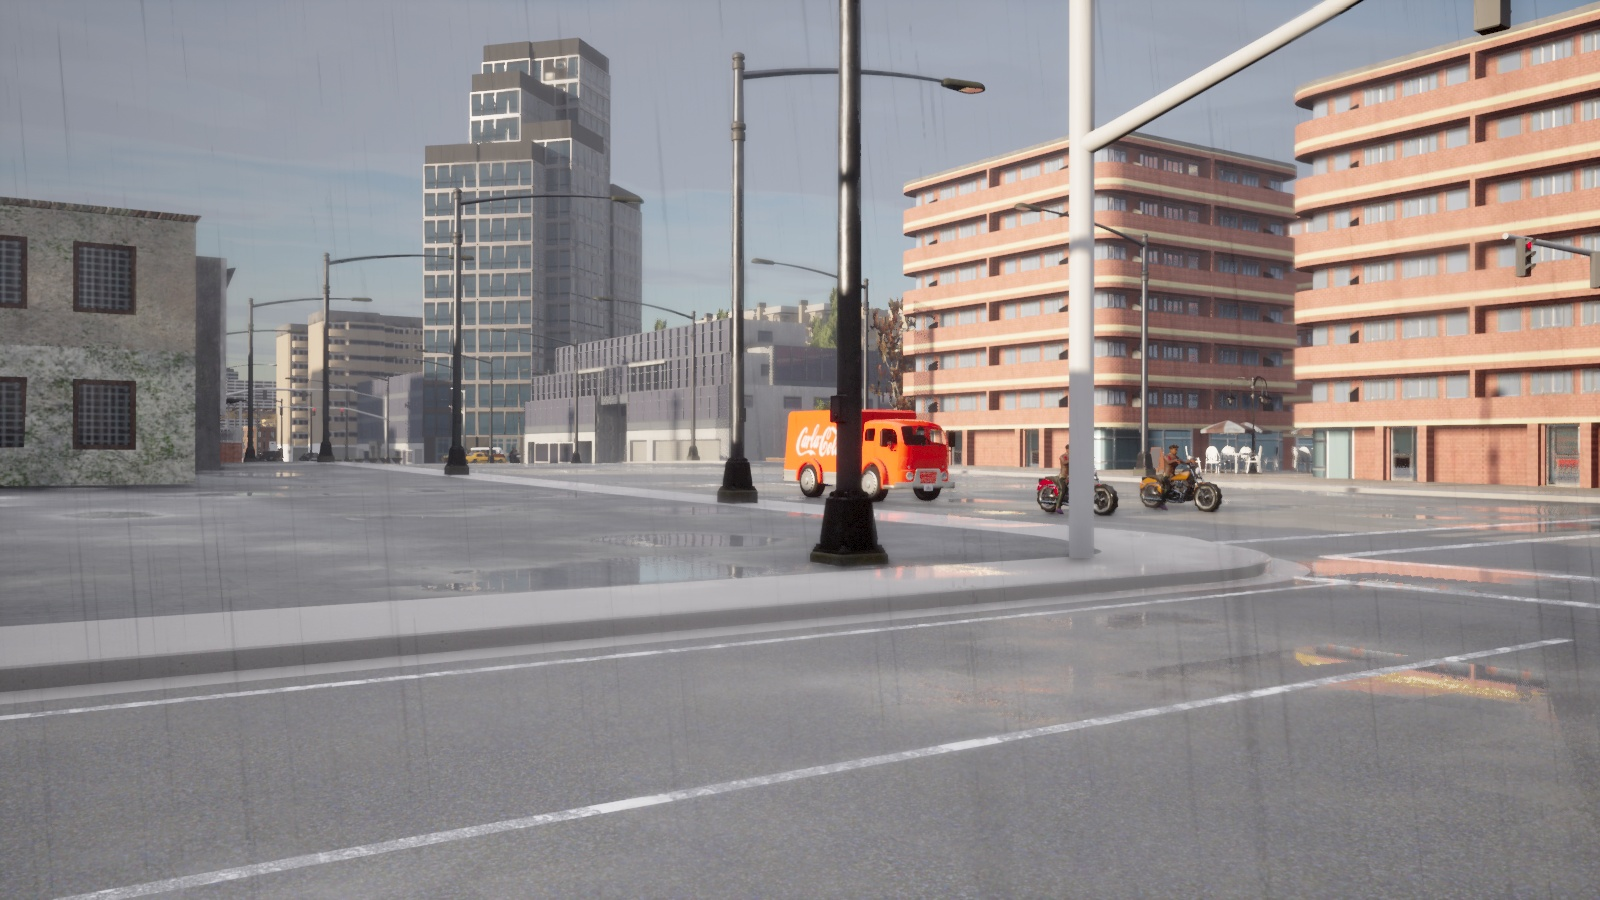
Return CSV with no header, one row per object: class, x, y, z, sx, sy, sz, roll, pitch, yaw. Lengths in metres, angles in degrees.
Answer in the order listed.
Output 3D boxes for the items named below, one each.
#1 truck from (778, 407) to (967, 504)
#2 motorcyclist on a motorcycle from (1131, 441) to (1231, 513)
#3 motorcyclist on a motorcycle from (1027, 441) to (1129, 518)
truck,1.902,0.108,34.905,2.627,2.467,5.204,0,1,-34
motorcyclist on a motorcycle,9.174,0.625,30.311,0.766,1.649,2.350,0,1,-34
motorcyclist on a motorcycle,6.251,0.630,28.386,0.766,1.649,2.350,0,1,-34
